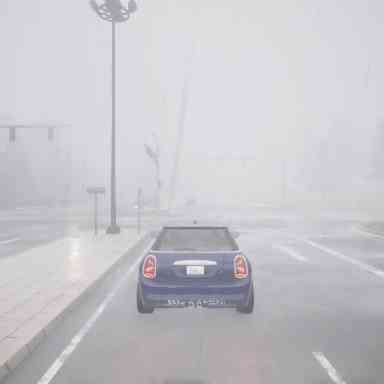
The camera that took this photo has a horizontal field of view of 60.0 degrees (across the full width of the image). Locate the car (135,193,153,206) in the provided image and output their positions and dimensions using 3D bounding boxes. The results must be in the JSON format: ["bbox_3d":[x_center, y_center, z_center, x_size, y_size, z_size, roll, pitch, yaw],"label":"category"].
[{"bbox_3d":[-8.266,1.352,55.975,2.097,1.767,4.553,0,0,-1],"label":"car"}]

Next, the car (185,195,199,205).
[{"bbox_3d":[-0.157,1.526,54.615,1.812,1.442,4.674,0,0,-1],"label":"car"}]

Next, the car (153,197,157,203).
[{"bbox_3d":[-8.364,1.547,65.589,2.033,1.411,5.357,0,0,0],"label":"car"}]

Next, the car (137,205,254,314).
[{"bbox_3d":[0.071,1.352,7.796,2.097,1.767,4.553,0,0,0],"label":"car"}]
